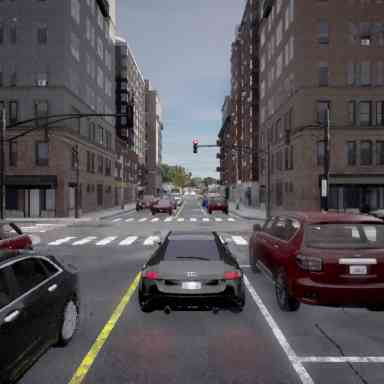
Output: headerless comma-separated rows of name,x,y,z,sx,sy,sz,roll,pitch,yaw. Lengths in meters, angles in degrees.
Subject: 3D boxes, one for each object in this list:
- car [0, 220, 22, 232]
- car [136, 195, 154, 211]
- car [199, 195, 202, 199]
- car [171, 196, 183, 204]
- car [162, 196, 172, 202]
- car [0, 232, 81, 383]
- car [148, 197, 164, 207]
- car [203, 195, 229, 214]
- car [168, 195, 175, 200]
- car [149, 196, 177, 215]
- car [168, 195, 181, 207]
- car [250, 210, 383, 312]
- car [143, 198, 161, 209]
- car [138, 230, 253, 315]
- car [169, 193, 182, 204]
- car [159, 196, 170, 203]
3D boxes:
car,-5.397,1.440,7.642,1.967,1.590,4.097,0,0,0
car,-5.476,1.313,40.201,2.192,1.841,5.009,0,0,0
car,2.614,1.312,51.222,2.192,1.841,5.009,0,0,0
car,-2.849,1.560,63.222,1.994,1.385,4.181,0,0,1
car,-5.511,1.539,73.223,1.887,1.381,4.507,0,0,0
car,-2.740,1.505,3.540,1.837,1.490,4.892,0,0,1
car,-5.488,1.548,51.209,2.008,1.369,4.403,0,0,0
car,2.651,1.313,34.710,2.192,1.841,5.009,0,0,0
car,-5.528,1.575,89.735,1.802,1.307,4.206,0,0,0
car,-2.894,1.476,33.729,1.882,1.535,5.008,0,0,0
car,-2.891,1.489,43.284,2.128,1.511,4.902,0,0,0
car,2.628,1.315,7.654,2.192,1.841,5.009,0,0,0
car,-5.482,1.563,45.705,1.947,1.339,4.313,0,0,0
car,0.014,1.564,7.677,1.994,1.385,4.181,0,0,1
car,-2.845,1.218,53.163,2.150,2.045,5.566,0,0,1
car,-5.505,1.540,67.720,1.887,1.381,4.507,0,0,0
